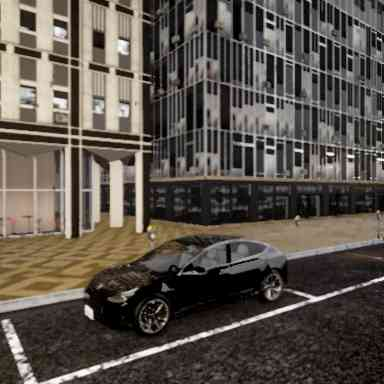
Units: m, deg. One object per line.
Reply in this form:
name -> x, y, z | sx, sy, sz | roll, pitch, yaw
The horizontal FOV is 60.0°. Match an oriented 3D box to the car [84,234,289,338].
car -> 0.110, 1.567, 6.643 | 4.313, 1.339, 1.947 | 0, 0, -36
